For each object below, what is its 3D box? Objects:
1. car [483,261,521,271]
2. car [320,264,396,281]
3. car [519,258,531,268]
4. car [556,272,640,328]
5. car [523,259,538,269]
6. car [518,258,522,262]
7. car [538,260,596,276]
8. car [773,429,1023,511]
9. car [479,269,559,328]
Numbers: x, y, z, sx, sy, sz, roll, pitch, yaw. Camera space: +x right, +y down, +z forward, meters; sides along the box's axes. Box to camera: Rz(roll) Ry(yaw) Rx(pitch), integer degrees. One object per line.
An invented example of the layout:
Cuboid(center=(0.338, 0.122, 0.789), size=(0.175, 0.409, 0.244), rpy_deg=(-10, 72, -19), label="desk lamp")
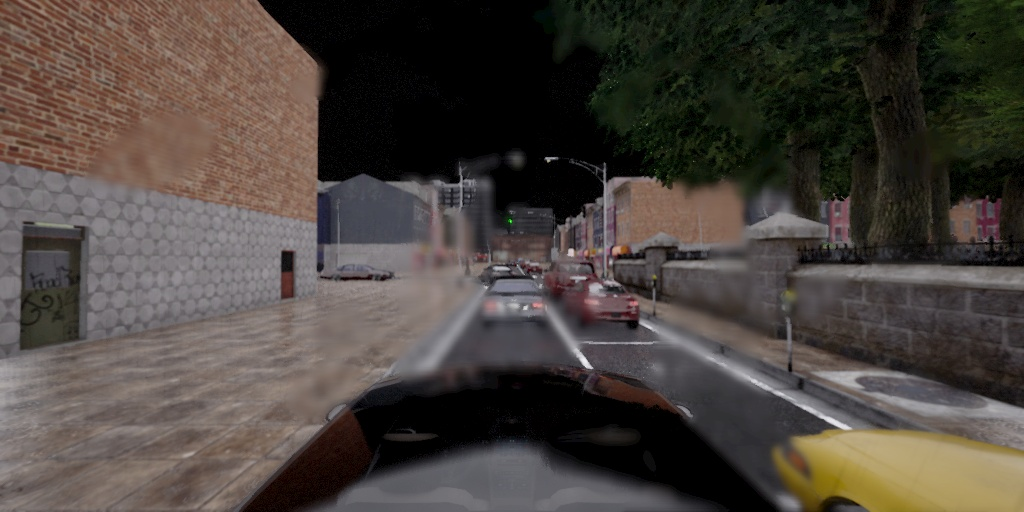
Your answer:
Cuboid(center=(-1.088, 1.339, 26.650), size=(1.812, 1.442, 4.674), rpy_deg=(0, 0, -16), label="car")
Cuboid(center=(-12.054, 1.330, 28.162), size=(5.357, 1.411, 2.033), rpy_deg=(0, -1, -4), label="car")
Cuboid(center=(2.625, 1.490, 59.360), size=(1.888, 1.381, 4.507), rpy_deg=(0, 0, 0), label="car")
Cuboid(center=(2.636, 1.352, 11.171), size=(1.802, 1.307, 4.207), rpy_deg=(0, 0, 0), label="car")
Cuboid(center=(2.629, 1.418, 43.049), size=(1.888, 1.381, 4.507), rpy_deg=(0, 0, 0), label="car")
Cuboid(center=(2.624, 1.287, 64.797), size=(2.192, 1.841, 5.009), rpy_deg=(0, 0, 0), label="car")
Cuboid(center=(2.635, 1.099, 16.620), size=(2.192, 1.841, 5.009), rpy_deg=(0, 0, 0), label="car")
Cuboid(center=(2.639, 1.273, 0.443), size=(1.751, 1.417, 4.829), rpy_deg=(0, 0, 0), label="car")
Cuboid(center=(0.083, 1.318, 11.391), size=(2.033, 1.411, 5.357), rpy_deg=(0, 0, 0), label="car")
